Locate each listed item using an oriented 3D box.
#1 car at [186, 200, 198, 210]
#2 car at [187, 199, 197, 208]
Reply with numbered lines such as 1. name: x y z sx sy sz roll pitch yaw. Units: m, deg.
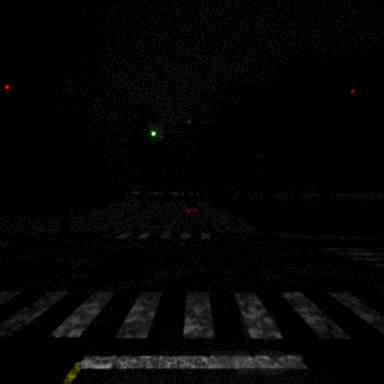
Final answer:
1. car: 0.017 2.158 56.222 2.128 1.511 4.902 0 -1 0
2. car: -0.006 2.262 66.640 1.882 1.535 5.008 0 -1 0
